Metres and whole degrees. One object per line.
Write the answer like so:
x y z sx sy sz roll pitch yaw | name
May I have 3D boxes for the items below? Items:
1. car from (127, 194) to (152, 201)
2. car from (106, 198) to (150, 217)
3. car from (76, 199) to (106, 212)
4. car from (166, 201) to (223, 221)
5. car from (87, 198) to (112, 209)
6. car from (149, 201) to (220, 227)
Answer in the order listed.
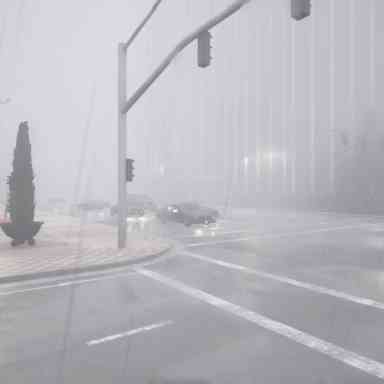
-6.022 1.222 36.794 2.150 2.045 5.566 0 0 -36 | car
-6.037 1.564 30.844 1.994 1.385 4.181 0 0 -35 | car
-11.994 1.601 39.094 1.895 1.301 4.718 0 0 -36 | car
0.068 1.547 28.362 2.033 1.411 5.357 0 0 -36 | car
-12.913 1.601 46.376 1.895 1.301 4.718 0 0 -36 | car
-0.635 1.547 23.361 2.033 1.411 5.357 0 0 -36 | car
